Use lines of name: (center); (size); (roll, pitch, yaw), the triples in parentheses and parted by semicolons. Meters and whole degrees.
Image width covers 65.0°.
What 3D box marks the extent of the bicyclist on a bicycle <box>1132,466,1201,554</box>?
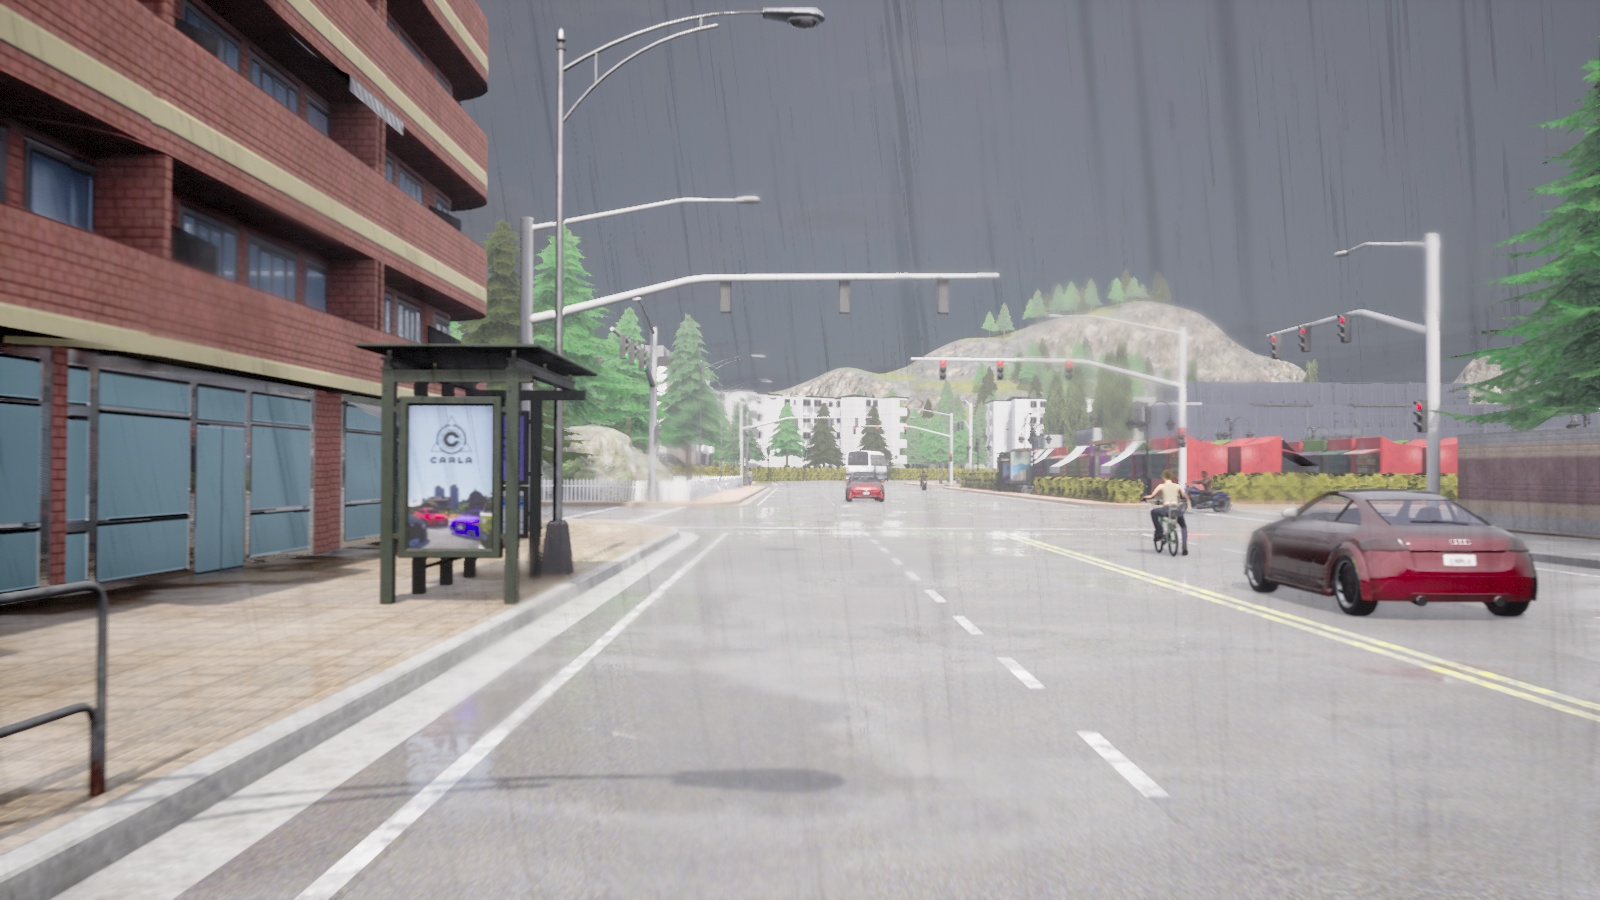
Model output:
bicyclist on a bicycle: (6.935, 1.123, 23.842); (0.866, 1.612, 1.509); (0, -1, 0)

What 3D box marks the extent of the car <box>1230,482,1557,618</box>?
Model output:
car: (6.959, 1.107, 15.300); (1.994, 1.385, 4.181); (0, -1, 0)

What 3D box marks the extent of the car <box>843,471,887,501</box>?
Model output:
car: (3.335, 1.841, 65.292); (2.007, 1.525, 4.514); (0, -1, 0)

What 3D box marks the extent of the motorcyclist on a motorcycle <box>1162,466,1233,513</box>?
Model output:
motorcyclist on a motorcycle: (14.720, 1.455, 46.553); (2.350, 1.649, 0.766); (-2, -1, -1)
